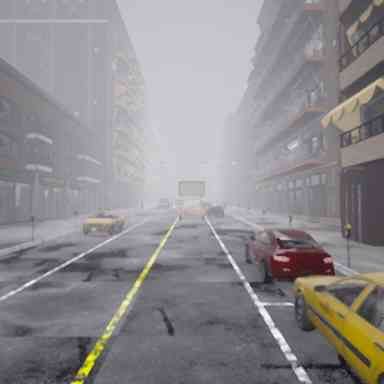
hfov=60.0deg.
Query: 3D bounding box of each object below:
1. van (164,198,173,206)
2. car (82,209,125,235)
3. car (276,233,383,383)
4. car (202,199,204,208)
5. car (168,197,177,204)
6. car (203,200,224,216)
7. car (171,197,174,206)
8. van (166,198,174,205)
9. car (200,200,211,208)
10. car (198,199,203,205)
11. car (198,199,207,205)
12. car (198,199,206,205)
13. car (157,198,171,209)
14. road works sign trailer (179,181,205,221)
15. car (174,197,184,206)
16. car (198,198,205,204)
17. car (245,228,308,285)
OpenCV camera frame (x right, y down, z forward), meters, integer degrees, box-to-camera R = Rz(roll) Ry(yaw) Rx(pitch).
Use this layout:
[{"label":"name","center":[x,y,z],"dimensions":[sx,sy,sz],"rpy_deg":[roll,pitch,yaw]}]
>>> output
[{"label":"van","center":[-5.305,2.201,75.872],"dimensions":[1.690,1.788,3.998],"rpy_deg":[2,-1,0]},{"label":"car","center":[-5.298,1.728,20.406],"dimensions":[1.752,1.417,4.829],"rpy_deg":[2,-1,0]},{"label":"car","center":[2.585,1.565,4.091],"dimensions":[1.752,1.417,4.829],"rpy_deg":[2,-1,0]},{"label":"car","center":[2.577,1.974,42.800],"dimensions":[1.752,1.417,4.829],"rpy_deg":[1,-1,0]},{"label":"car","center":[-5.309,2.405,92.464],"dimensions":[2.192,1.841,5.009],"rpy_deg":[1,-1,0]},{"label":"car","center":[2.577,1.928,37.098],"dimensions":[1.887,1.381,4.507],"rpy_deg":[1,-1,0]},{"label":"car","center":[-5.302,2.033,64.815],"dimensions":[2.192,1.841,5.009],"rpy_deg":[2,-1,0]},{"label":"van","center":[-5.307,2.276,81.404],"dimensions":[1.690,1.788,3.998],"rpy_deg":[1,-1,0]},{"label":"car","center":[2.571,2.268,64.750],"dimensions":[2.008,1.369,4.403],"rpy_deg":[1,-1,0]},{"label":"car","center":[2.573,2.193,59.219],"dimensions":[1.887,1.381,4.507],"rpy_deg":[1,-1,0]},{"label":"car","center":[2.568,2.479,81.341],"dimensions":[1.887,1.381,4.507],"rpy_deg":[1,-1,0]},{"label":"car","center":[2.567,2.555,86.870],"dimensions":[1.887,1.381,4.507],"rpy_deg":[1,-1,0]},{"label":"car","center":[-5.307,2.172,59.111],"dimensions":[1.752,1.417,4.829],"rpy_deg":[2,-1,0]},{"label":"road works sign trailer","center":[-0.025,0.755,30.775],"dimensions":[2.380,3.560,2.880],"rpy_deg":[0,0,0]},{"label":"car","center":[-2.764,2.272,71.053],"dimensions":[1.882,1.535,5.008],"rpy_deg":[0,-1,0]},{"label":"car","center":[2.576,2.529,92.403],"dimensions":[1.967,1.590,4.097],"rpy_deg":[1,-1,0]},{"label":"car","center":[2.582,1.674,9.450],"dimensions":[1.802,1.307,4.206],"rpy_deg":[1,-1,0]}]
